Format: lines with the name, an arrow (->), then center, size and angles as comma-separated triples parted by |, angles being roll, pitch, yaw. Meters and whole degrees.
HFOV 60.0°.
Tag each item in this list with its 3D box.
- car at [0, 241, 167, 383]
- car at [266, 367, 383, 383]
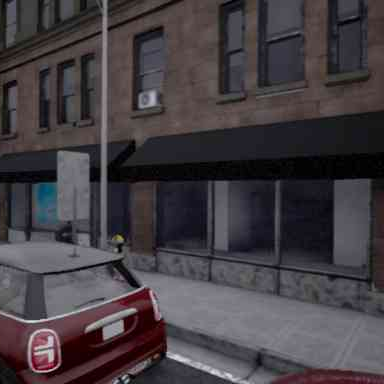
car -> -2.378, 1.402, 4.493 | 4.097, 1.590, 1.967 | 1, 0, 35
car -> 2.124, 1.590, 1.303 | 4.206, 1.307, 1.802 | 1, 0, 35
